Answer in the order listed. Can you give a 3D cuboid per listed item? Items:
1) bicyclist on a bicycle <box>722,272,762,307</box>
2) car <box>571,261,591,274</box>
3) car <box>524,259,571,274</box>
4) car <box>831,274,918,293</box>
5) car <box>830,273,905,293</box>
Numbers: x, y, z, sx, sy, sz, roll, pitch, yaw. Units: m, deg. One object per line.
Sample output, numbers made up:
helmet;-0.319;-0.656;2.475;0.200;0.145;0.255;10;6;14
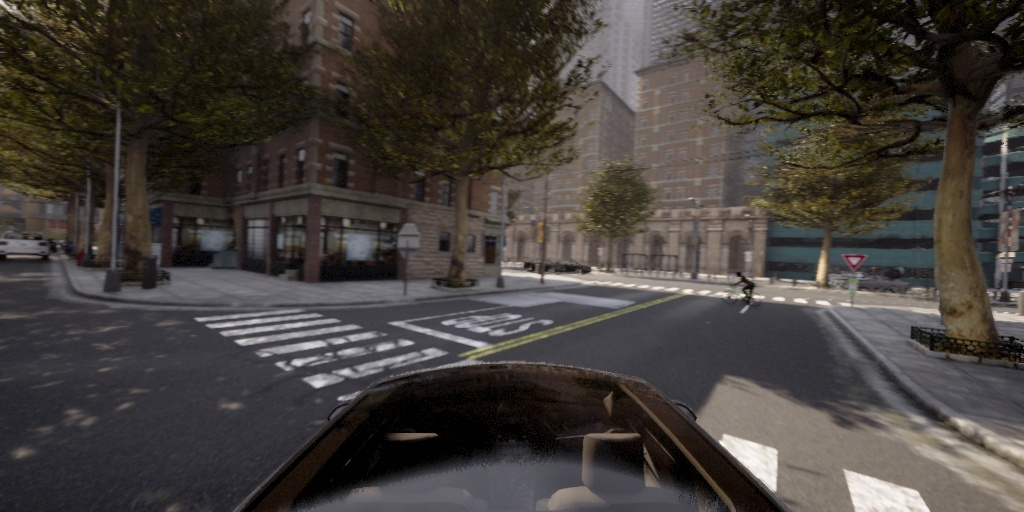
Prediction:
bicyclist on a bicycle;11.151;1.596;17.392;1.656;1.620;0.582;3;0;37
car;6.818;1.254;41.855;5.008;1.535;1.882;3;1;38
car;3.614;1.123;39.883;5.008;1.535;1.882;3;0;38
car;32.390;2.490;32.311;4.902;1.511;2.128;3;1;38
car;34.541;2.567;35.071;4.902;1.511;2.128;3;1;38
